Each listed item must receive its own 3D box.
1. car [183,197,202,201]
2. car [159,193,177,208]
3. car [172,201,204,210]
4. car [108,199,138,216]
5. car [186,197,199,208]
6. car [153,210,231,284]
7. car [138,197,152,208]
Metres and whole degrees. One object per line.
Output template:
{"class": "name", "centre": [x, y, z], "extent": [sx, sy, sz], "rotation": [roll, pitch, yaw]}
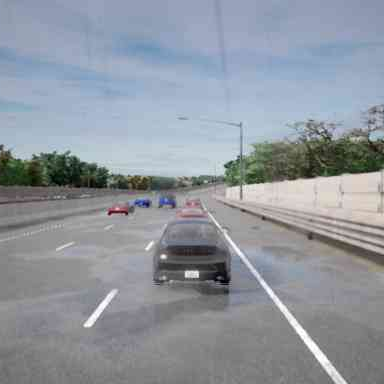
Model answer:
{"class": "car", "centre": [0.098, 1.313, 36.682], "extent": [2.097, 1.767, 4.553], "rotation": [0, 0, 0]}
{"class": "car", "centre": [-3.399, 1.164, 46.497], "extent": [2.150, 2.045, 5.566], "rotation": [0, 1, 0]}
{"class": "car", "centre": [-0.001, 1.506, 19.383], "extent": [1.812, 1.442, 4.674], "rotation": [0, 0, 0]}
{"class": "car", "centre": [-6.904, 1.530, 32.815], "extent": [1.994, 1.385, 4.181], "rotation": [0, 0, 0]}
{"class": "car", "centre": [0.102, 1.463, 47.529], "extent": [1.812, 1.442, 4.674], "rotation": [0, 0, 0]}
{"class": "car", "centre": [-0.001, 1.496, 9.507], "extent": [1.837, 1.490, 4.892], "rotation": [0, 0, 0]}
{"class": "car", "centre": [-6.884, 1.414, 47.564], "extent": [1.882, 1.535, 5.008], "rotation": [0, 0, 0]}
